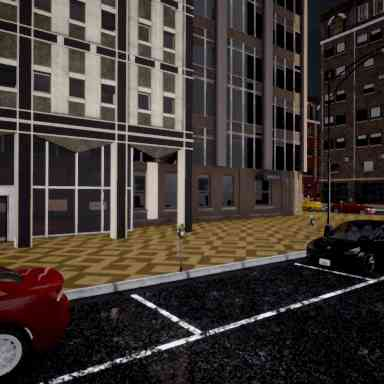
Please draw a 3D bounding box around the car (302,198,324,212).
[{"bbox_3d":[12.271,1.467,36.600,1.752,1.417,4.829,0,0,-36],"label":"car"}]

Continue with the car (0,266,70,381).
[{"bbox_3d":[-3.808,1.545,3.837,4.507,1.381,1.887,0,0,-36],"label":"car"}]

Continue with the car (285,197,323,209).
[{"bbox_3d":[15.563,1.500,46.369,1.752,1.417,4.829,0,0,-36],"label":"car"}]

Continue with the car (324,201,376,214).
[{"bbox_3d":[15.480,1.535,32.142,1.802,1.307,4.206,0,0,-36],"label":"car"}]

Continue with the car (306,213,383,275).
[{"bbox_3d":[5.441,1.567,10.462,4.313,1.339,1.947,0,0,-36],"label":"car"}]
